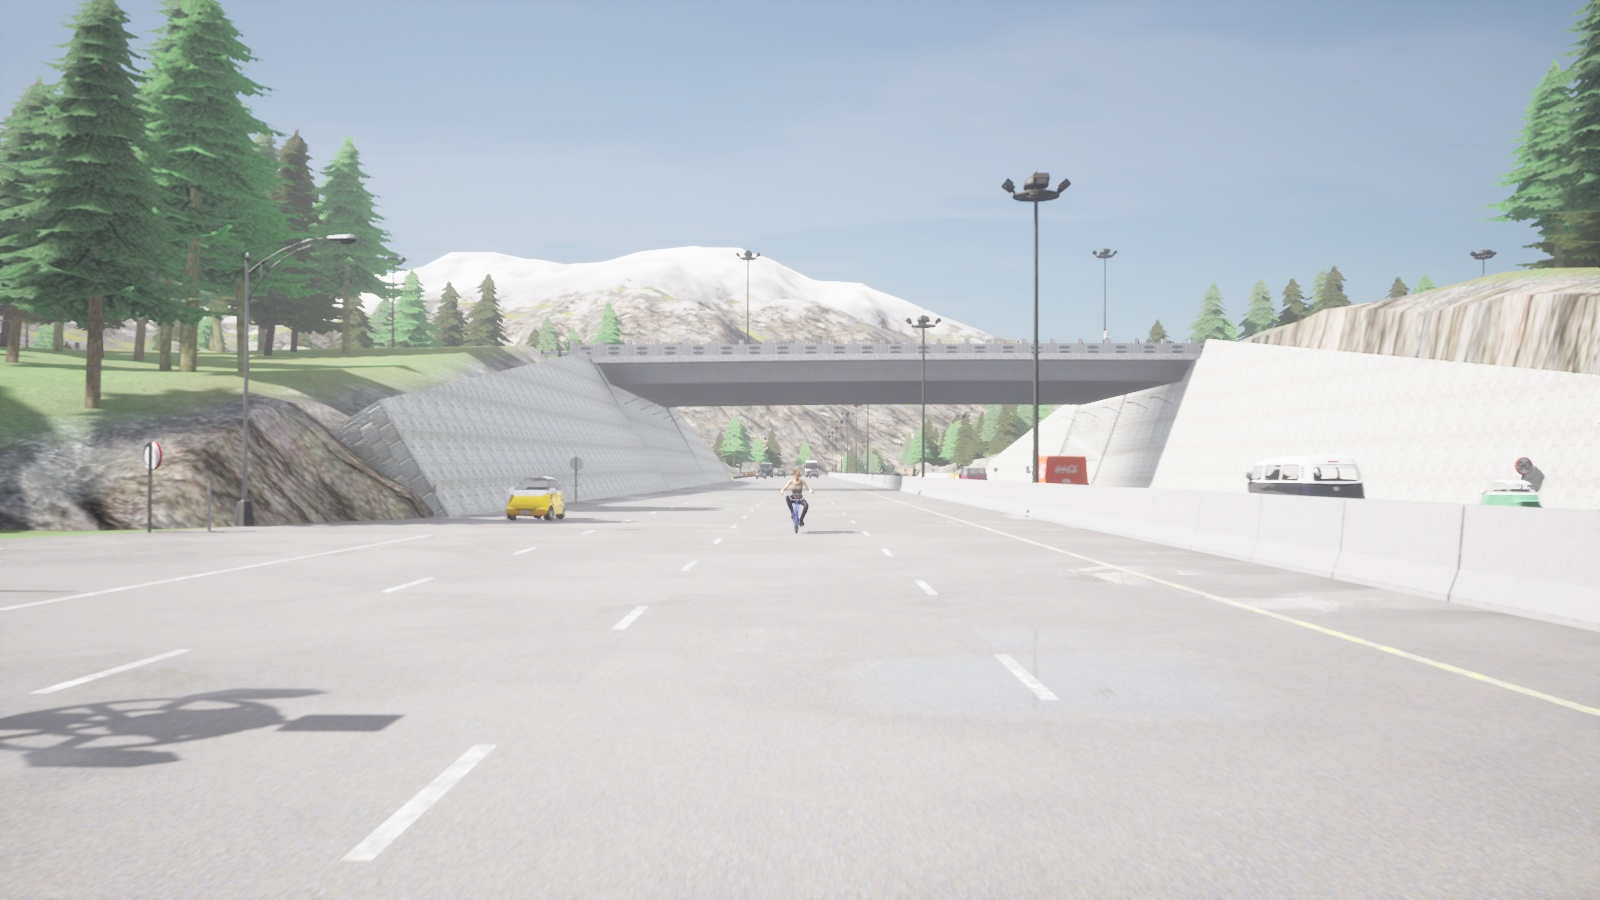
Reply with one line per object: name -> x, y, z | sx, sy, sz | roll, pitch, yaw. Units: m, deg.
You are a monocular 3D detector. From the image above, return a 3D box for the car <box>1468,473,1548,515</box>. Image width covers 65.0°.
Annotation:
car -> 24.395, 1.497, 43.335 | 1.481, 1.376, 2.207 | 0, 0, 0

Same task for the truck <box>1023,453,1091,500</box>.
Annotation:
truck -> 13.833, 1.415, 67.947 | 2.627, 2.467, 5.204 | 0, -1, 0

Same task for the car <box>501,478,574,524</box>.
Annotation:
car -> -8.149, 1.557, 39.124 | 1.481, 1.376, 2.207 | 0, -1, 11

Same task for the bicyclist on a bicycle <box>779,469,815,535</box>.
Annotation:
bicyclist on a bicycle -> -0.072, 1.277, 31.401 | 0.866, 1.612, 1.509 | 0, -1, 0

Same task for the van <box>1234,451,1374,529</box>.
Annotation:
van -> 13.914, 1.070, 34.961 | 2.069, 2.038, 4.480 | 0, -1, 0
